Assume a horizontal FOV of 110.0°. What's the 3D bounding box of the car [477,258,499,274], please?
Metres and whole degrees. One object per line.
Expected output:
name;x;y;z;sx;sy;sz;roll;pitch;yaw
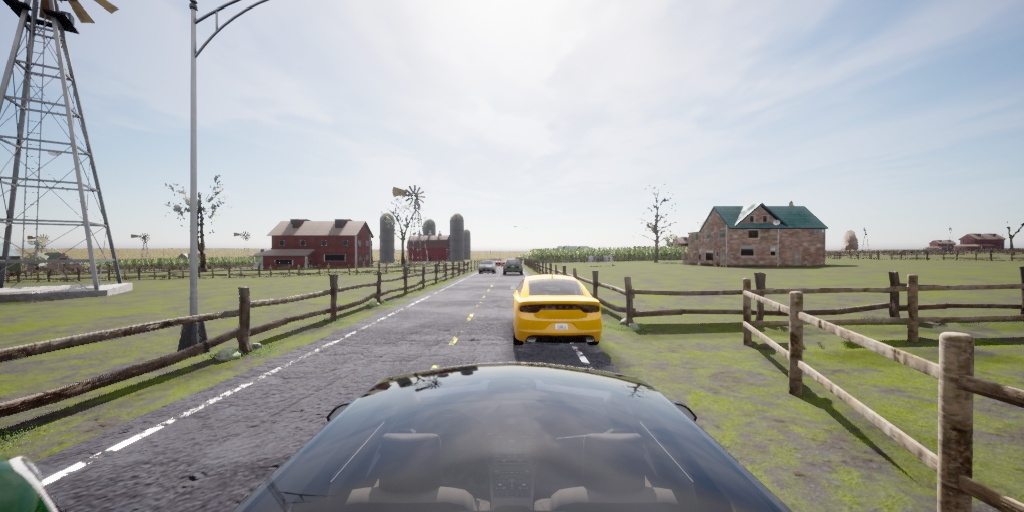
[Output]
car;-2.813;1.264;41.219;1.837;1.490;4.892;0;0;0

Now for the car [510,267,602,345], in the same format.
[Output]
car;0.971;1.226;9.486;1.882;1.535;5.008;0;0;0

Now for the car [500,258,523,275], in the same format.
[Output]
car;0.114;1.110;39.351;2.097;1.767;4.553;0;0;0
